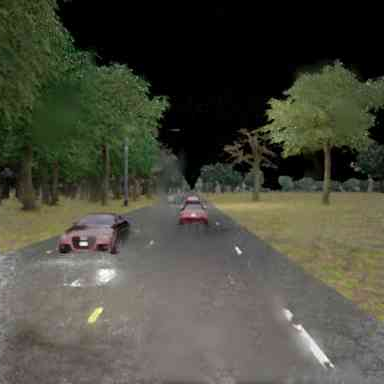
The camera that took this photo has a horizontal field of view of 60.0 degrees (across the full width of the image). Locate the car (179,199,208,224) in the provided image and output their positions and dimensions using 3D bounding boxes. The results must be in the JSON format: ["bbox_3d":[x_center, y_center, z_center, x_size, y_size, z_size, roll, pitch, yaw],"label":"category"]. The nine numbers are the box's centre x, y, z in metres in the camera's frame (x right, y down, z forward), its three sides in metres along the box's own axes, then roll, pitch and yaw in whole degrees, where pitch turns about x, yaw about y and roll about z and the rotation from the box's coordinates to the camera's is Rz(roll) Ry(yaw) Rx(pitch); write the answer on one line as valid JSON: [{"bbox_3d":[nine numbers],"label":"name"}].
[{"bbox_3d":[0.098,1.478,23.914,1.994,1.385,4.181,0,0,0],"label":"car"}]

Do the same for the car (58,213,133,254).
[{"bbox_3d":[-3.600,1.521,13.058,1.994,1.385,4.181,0,0,0],"label":"car"}]

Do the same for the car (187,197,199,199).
[{"bbox_3d":[0.086,1.314,41.765,1.882,1.535,5.008,0,0,0],"label":"car"}]

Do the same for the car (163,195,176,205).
[{"bbox_3d":[-3.572,1.284,53.934,1.837,1.490,4.892,0,0,0],"label":"car"}]
